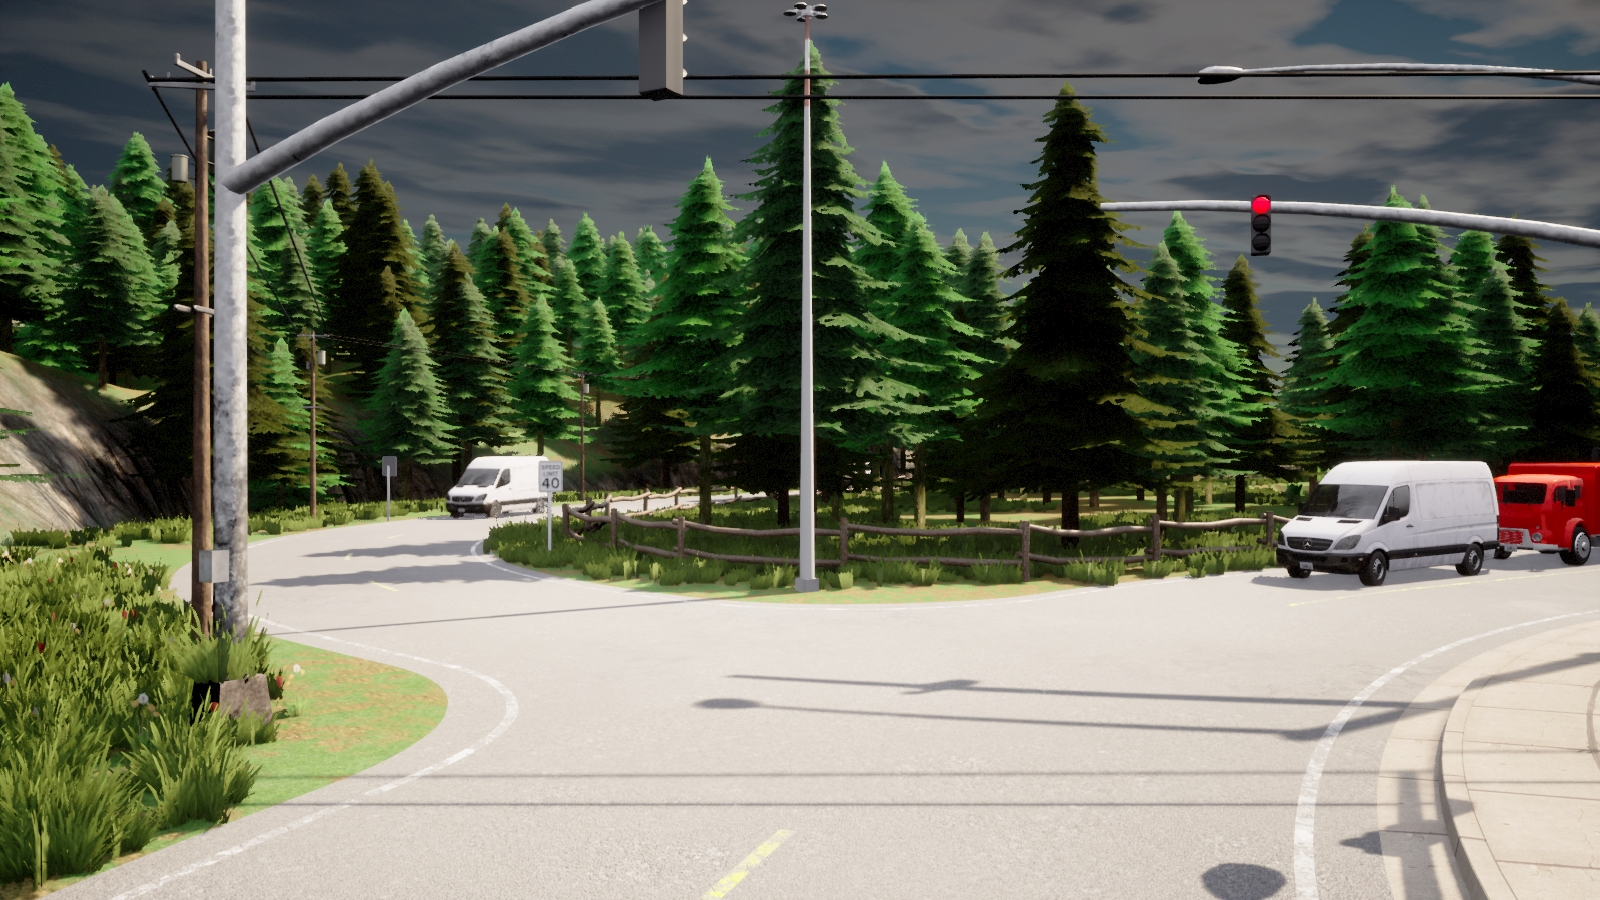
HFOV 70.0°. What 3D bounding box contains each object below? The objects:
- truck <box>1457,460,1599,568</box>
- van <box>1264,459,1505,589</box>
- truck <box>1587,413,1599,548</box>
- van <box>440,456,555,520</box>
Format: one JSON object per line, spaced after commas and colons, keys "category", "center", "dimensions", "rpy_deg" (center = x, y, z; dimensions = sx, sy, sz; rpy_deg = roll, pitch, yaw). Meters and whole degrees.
{"category": "truck", "center": [19.691, 1.537, 29.339], "dimensions": [5.204, 2.467, 2.627], "rpy_deg": [0, 0, -30]}
{"category": "van", "center": [13.063, 1.508, 25.390], "dimensions": [5.915, 2.561, 1.988], "rpy_deg": [0, 0, -32]}
{"category": "truck", "center": [26.892, 0.864, 33.528], "dimensions": [8.468, 3.827, 2.891], "rpy_deg": [0, 0, -30]}
{"category": "van", "center": [-12.835, 1.534, 48.966], "dimensions": [1.988, 2.561, 5.915], "rpy_deg": [0, 0, 17]}
